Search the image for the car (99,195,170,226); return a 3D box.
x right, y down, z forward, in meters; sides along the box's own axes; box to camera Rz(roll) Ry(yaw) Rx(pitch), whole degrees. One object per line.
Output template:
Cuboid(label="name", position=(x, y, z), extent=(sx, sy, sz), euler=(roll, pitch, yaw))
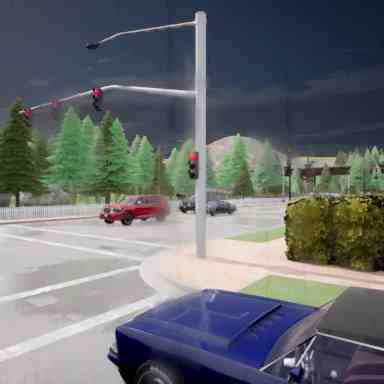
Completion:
Cuboid(label="car", position=(-3.997, 1.221, 24.249), extent=(2.150, 2.045, 5.566), euler=(0, 0, 38))

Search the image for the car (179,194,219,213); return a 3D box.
Cuboid(label="car", position=(0.983, 1.221, 36.168), extent=(2.150, 2.045, 5.566), euler=(0, 0, 39))

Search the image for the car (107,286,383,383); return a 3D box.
Cuboid(label="car", position=(1.432, 1.601, 2.943), extent=(4.718, 1.301, 1.895), euler=(0, 0, 36))

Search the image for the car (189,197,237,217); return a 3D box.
Cuboid(label="car", position=(2.364, 1.547, 32.282), extent=(2.033, 1.411, 5.357), euler=(0, 0, 38))

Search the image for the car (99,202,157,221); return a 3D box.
Cuboid(label="car", position=(-5.348, 1.601, 28.182), extent=(1.895, 1.301, 4.718), euler=(0, 0, 38))

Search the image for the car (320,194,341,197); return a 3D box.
Cuboid(label="car", position=(16.210, 1.221, 38.203), extent=(2.150, 2.045, 5.566), euler=(0, 0, 38))
